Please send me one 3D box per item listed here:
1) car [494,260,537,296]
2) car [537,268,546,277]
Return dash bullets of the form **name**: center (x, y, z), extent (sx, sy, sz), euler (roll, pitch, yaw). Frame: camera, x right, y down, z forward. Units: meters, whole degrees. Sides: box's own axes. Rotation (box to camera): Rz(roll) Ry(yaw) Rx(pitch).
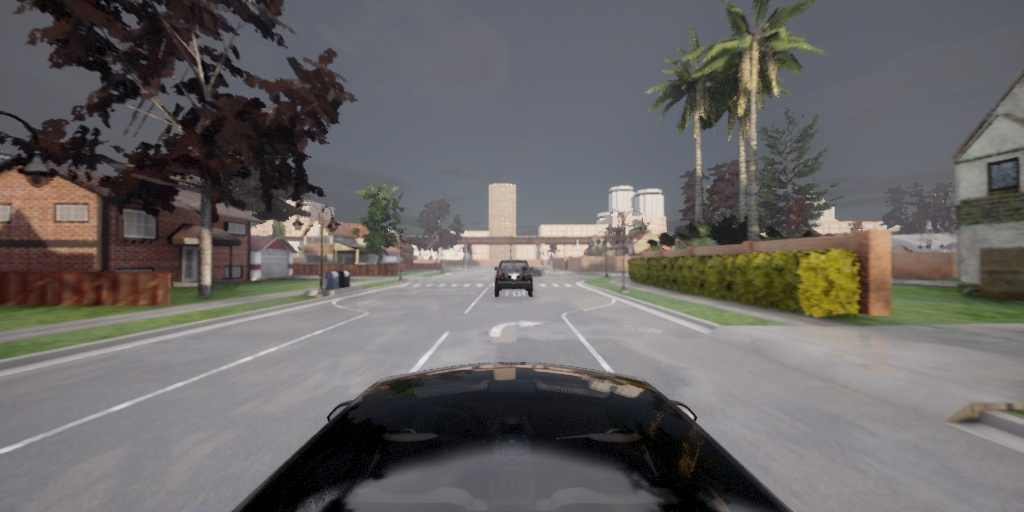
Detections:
- **car**: center (0.102, 1.231, 21.520), extent (2.150, 2.045, 5.566), euler (0, 0, 0)
- **car**: center (1.788, 1.735, 40.113), extent (2.033, 1.411, 5.357), euler (-1, -1, 33)
